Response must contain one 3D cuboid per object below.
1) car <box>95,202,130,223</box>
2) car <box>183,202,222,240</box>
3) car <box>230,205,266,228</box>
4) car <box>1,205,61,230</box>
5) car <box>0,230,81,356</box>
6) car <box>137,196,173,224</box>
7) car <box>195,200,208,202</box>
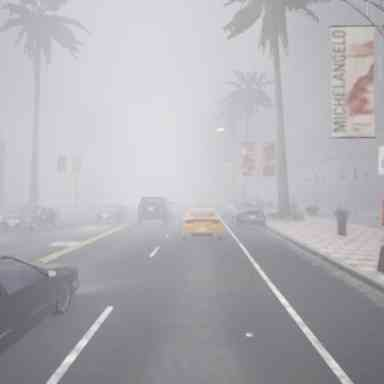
[{"bbox_3d":[-6.392,1.600,27.090,2.128,1.511,4.902,0,0,2],"label":"car"},{"bbox_3d":[0.545,1.538,17.543,1.882,1.535,5.008,0,0,2],"label":"car"},{"bbox_3d":[3.773,1.584,22.840,2.161,1.482,4.786,0,0,1],"label":"car"},{"bbox_3d":[-10.058,1.588,21.179,2.128,1.511,4.902,0,0,2],"label":"car"},{"bbox_3d":[-3.291,1.571,4.557,2.033,1.411,5.357,0,0,1],"label":"car"},{"bbox_3d":[-2.752,1.316,25.469,2.150,2.045,5.566,0,0,1],"label":"car"},{"bbox_3d":[0.955,1.593,33.537,1.882,1.535,5.008,0,0,1],"label":"car"}]
